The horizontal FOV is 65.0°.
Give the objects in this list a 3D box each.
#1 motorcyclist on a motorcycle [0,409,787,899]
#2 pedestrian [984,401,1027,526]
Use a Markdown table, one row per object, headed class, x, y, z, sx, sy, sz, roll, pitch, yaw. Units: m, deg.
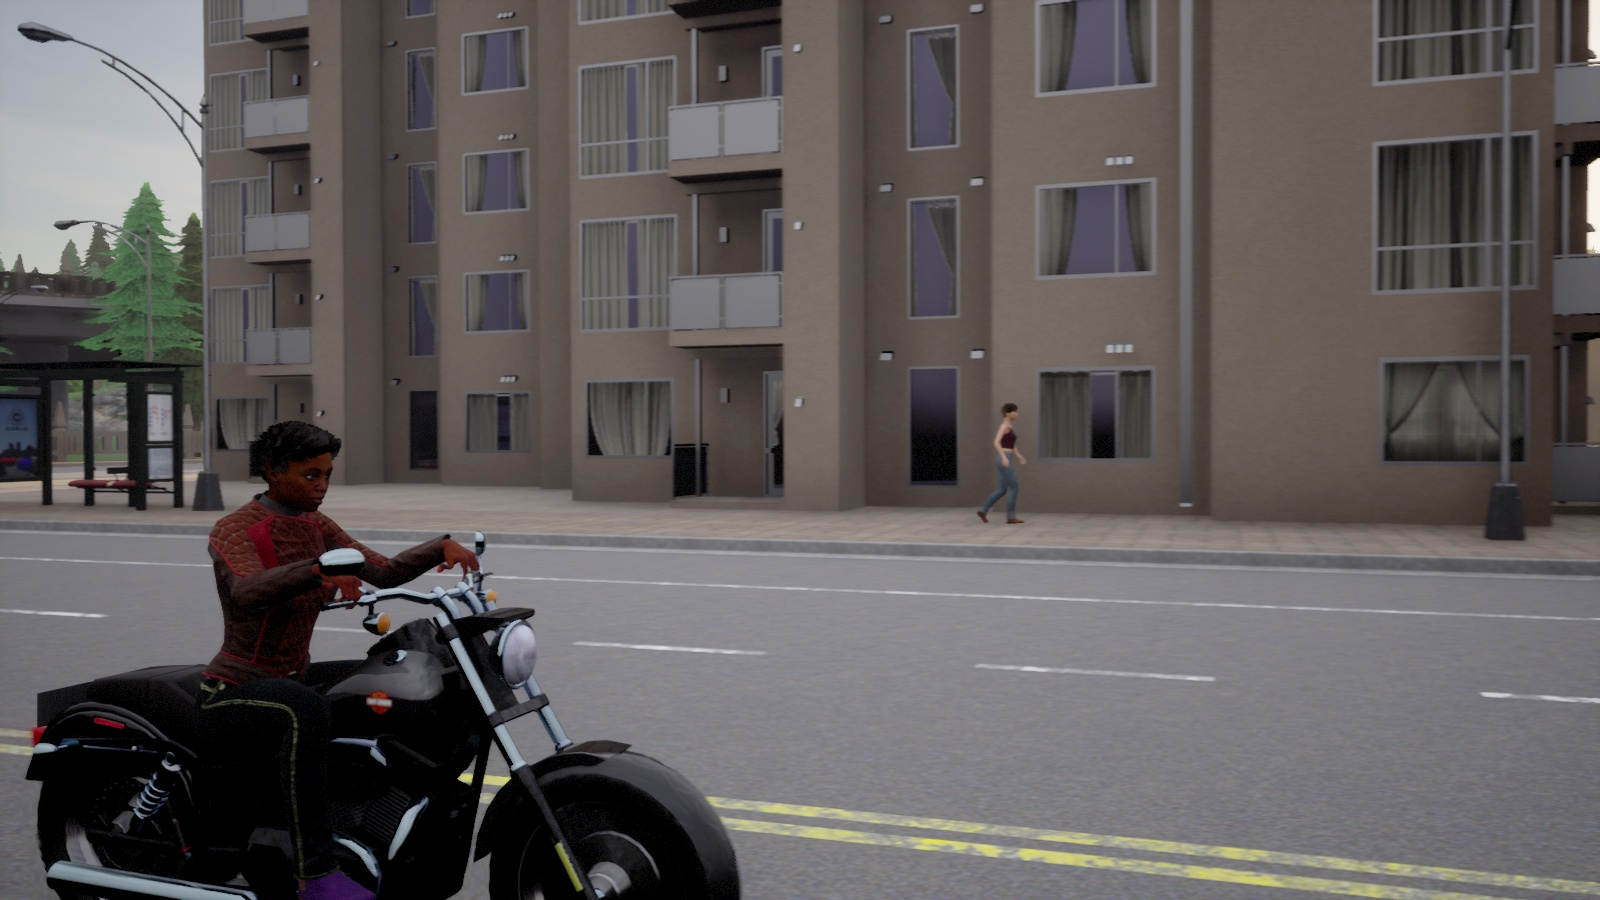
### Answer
| class | x | y | z | sx | sy | sz | roll | pitch | yaw |
| --- | --- | --- | --- | --- | --- | --- | --- | --- | --- |
| motorcyclist on a motorcycle | -1.280 | 0.714 | 3.624 | 2.350 | 1.649 | 0.766 | 1 | 1 | 19 |
| pedestrian | 3.068 | 0.196 | 18.765 | 0.594 | 1.836 | 0.345 | 0 | 1 | 15 |
